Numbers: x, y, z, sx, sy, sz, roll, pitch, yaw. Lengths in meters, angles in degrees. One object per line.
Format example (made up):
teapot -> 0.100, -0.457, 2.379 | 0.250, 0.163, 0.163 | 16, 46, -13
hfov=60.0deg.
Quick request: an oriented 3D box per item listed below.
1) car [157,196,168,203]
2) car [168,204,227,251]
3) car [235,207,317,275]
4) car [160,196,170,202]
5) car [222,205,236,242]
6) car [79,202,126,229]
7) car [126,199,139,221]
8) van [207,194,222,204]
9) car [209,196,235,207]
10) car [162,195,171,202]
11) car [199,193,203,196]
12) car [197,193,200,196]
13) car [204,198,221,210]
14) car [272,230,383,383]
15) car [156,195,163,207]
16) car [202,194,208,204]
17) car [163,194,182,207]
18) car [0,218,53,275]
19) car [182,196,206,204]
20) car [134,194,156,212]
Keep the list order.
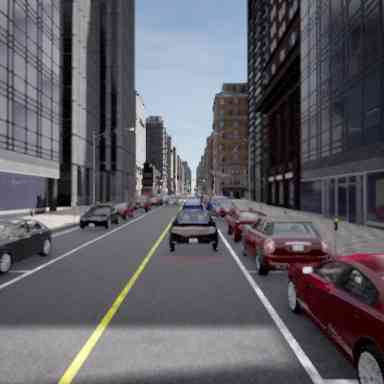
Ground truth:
car -> -5.850, 1.477, 66.410 | 1.752, 1.417, 4.829 | 1, 0, 0
car -> 0.069, 1.479, 14.069 | 2.128, 1.511, 4.902 | 0, 0, 0
car -> 2.677, 1.430, 10.328 | 1.967, 1.590, 4.097 | 1, 0, 0
car -> -5.851, 1.494, 72.205 | 1.887, 1.381, 4.507 | 1, 0, 0
car -> 2.676, 1.529, 15.953 | 1.887, 1.381, 4.507 | 1, 0, 0
car -> -5.850, 1.545, 21.584 | 1.947, 1.339, 4.313 | 1, 0, 0
car -> -5.850, 1.520, 27.208 | 1.887, 1.381, 4.507 | 1, 0, 0
van -> 2.678, 1.311, 32.825 | 1.690, 1.788, 3.998 | 1, 0, 0
car -> 2.676, 1.415, 27.201 | 1.967, 1.590, 4.097 | 1, 0, 0
car -> -5.851, 1.472, 77.659 | 1.752, 1.417, 4.829 | 1, 0, 0
car -> 2.676, 1.397, 55.322 | 1.967, 1.590, 4.097 | 1, 0, 0
car -> 2.677, 1.267, 66.571 | 2.192, 1.841, 5.009 | 1, 0, 0
car -> 2.675, 1.514, 44.074 | 2.008, 1.369, 4.403 | 1, 0, 0
car -> 2.676, 1.540, 4.704 | 1.887, 1.381, 4.507 | 1, 0, 0
car -> -5.850, 1.505, 49.706 | 1.887, 1.381, 4.507 | 1, 0, 0
car -> 2.677, 1.282, 38.449 | 2.192, 1.841, 5.009 | 1, 0, 0
car -> -3.080, 1.451, 51.500 | 2.128, 1.511, 4.902 | 0, 0, 0
car -> -5.850, 1.541, 10.335 | 2.008, 1.369, 4.403 | 1, 0, 0
car -> 0.077, 1.450, 30.632 | 1.882, 1.535, 5.008 | 0, 0, 0
car -> -5.848, 1.282, 38.457 | 2.192, 1.841, 5.009 | 1, 0, 0
